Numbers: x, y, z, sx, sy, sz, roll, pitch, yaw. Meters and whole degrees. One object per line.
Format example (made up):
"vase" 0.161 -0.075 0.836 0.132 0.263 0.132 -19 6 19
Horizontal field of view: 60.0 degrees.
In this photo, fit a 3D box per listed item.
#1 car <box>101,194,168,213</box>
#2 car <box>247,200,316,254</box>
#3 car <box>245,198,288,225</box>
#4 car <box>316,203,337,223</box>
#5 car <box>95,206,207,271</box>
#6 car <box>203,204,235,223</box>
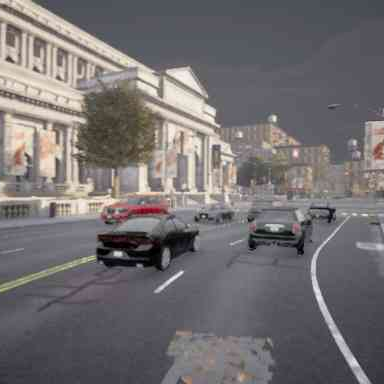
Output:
"car" -3.750 1.191 22.938 2.150 2.045 5.566 1 0 29
"car" 3.910 1.397 14.200 2.097 1.767 4.553 1 0 24
"car" 5.869 1.422 25.689 2.097 1.767 4.553 1 0 28
"car" 10.523 1.607 26.999 2.128 1.511 4.902 1 0 28
"car" -1.182 1.468 11.078 1.882 1.535 5.008 0 0 18
"car" 1.762 1.602 25.704 1.994 1.385 4.181 1 0 28
